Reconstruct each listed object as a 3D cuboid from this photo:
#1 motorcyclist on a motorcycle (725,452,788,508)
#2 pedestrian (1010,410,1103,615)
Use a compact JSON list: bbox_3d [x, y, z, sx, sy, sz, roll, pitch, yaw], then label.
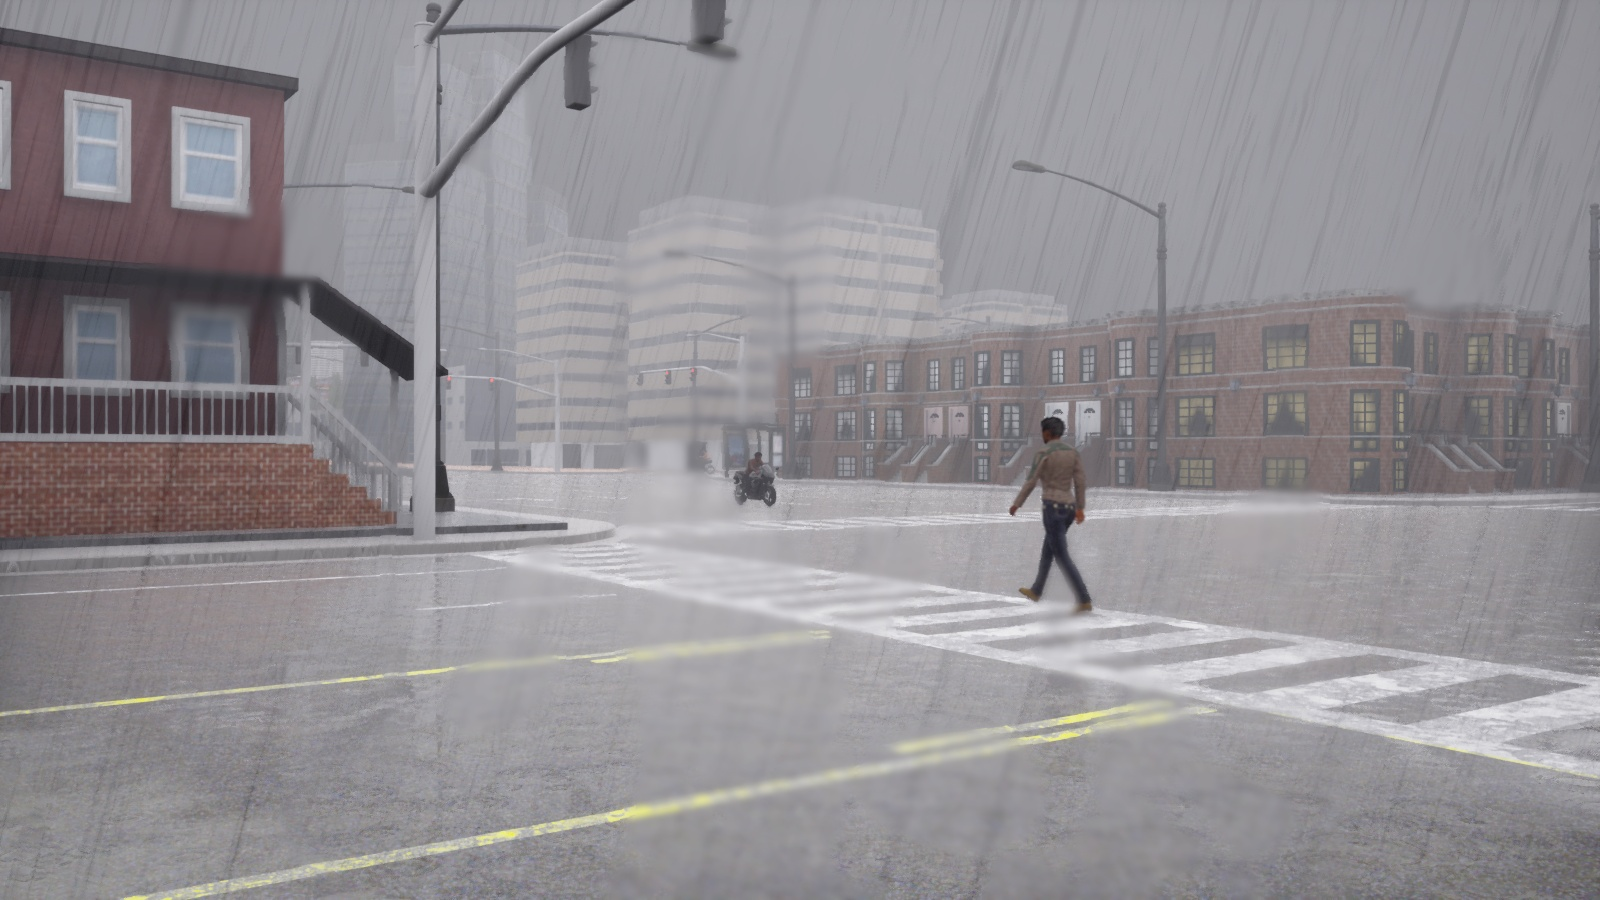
[{"bbox_3d":[-1.231,0.816,35.159,0.797,1.523,2.044,0,0,-35],"label":"motorcyclist on a motorcycle"},{"bbox_3d":[2.337,0.553,11.501,0.328,1.805,0.869,0,0,-31],"label":"pedestrian"}]
